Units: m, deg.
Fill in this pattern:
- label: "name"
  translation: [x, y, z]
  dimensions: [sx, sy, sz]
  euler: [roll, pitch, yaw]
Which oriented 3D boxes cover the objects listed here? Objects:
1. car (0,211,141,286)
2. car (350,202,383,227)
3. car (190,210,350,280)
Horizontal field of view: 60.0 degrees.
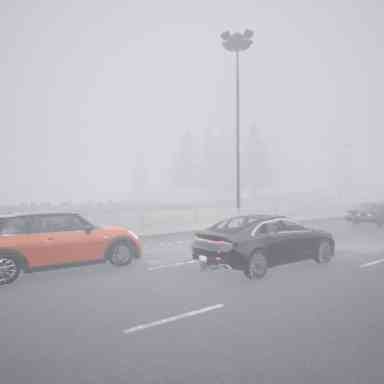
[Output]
- label: "car"
  translation: [-3.785, 1.326, 9.673]
  dimensions: [4.553, 1.767, 2.097]
  euler: [-1, 0, -36]
- label: "car"
  translation: [11.832, 1.351, 21.067]
  dimensions: [5.357, 1.411, 2.033]
  euler: [-1, 0, -36]
- label: "car"
  translation: [2.220, 1.413, 9.721]
  dimensions: [4.902, 1.511, 2.128]
  euler: [-1, 0, -36]
